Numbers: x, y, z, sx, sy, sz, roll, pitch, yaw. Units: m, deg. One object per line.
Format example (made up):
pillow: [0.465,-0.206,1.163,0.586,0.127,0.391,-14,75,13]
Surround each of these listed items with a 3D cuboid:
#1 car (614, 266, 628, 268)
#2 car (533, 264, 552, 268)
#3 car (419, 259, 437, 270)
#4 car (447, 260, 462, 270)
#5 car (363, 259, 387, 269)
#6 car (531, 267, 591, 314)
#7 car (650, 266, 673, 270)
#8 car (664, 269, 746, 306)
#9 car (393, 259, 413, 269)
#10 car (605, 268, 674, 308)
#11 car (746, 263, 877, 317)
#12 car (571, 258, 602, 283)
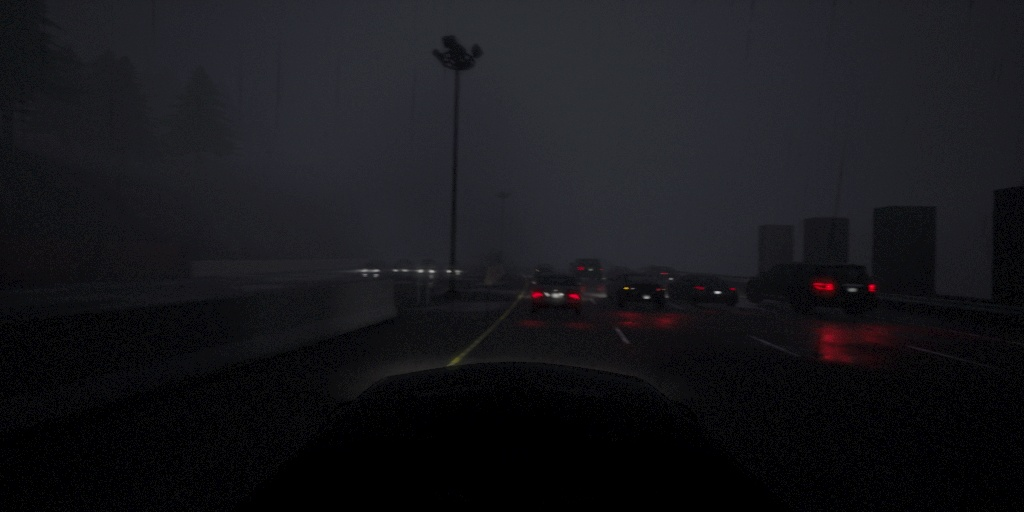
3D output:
car: [10.054,1.648,33.437,1.994,1.385,4.181,1,0,1]
car: [3.074,1.454,34.378,1.812,1.442,4.674,1,0,1]
car: [-11.584,1.149,49.662,1.837,1.490,4.892,1,0,-5]
car: [-8.203,1.276,51.483,2.033,1.411,5.357,1,0,-5]
car: [-18.500,1.085,48.596,1.895,1.301,4.718,1,0,-4]
car: [1.765,1.380,14.313,2.033,1.411,5.357,1,0,7]
car: [13.546,1.669,32.839,1.837,1.490,4.892,1,0,1]
car: [9.159,1.575,17.590,1.994,1.385,4.181,1,0,6]
car: [-15.112,1.114,50.212,2.033,1.411,5.357,1,0,-4]
car: [5.517,1.451,16.321,1.812,1.442,4.674,1,-1,6]
car: [12.477,1.303,15.473,2.150,2.045,5.566,1,0,6]
car: [6.557,1.224,32.124,2.150,2.045,5.566,1,0,2]
